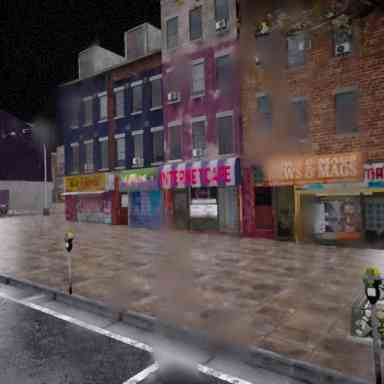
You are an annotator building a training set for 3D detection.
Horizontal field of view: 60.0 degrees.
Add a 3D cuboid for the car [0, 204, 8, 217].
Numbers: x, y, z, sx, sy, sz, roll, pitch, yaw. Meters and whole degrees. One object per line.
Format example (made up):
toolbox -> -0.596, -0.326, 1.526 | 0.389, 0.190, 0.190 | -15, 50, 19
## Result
car -> -18.668, 1.582, 28.816 | 1.837, 1.490, 4.892 | -2, -1, 36
